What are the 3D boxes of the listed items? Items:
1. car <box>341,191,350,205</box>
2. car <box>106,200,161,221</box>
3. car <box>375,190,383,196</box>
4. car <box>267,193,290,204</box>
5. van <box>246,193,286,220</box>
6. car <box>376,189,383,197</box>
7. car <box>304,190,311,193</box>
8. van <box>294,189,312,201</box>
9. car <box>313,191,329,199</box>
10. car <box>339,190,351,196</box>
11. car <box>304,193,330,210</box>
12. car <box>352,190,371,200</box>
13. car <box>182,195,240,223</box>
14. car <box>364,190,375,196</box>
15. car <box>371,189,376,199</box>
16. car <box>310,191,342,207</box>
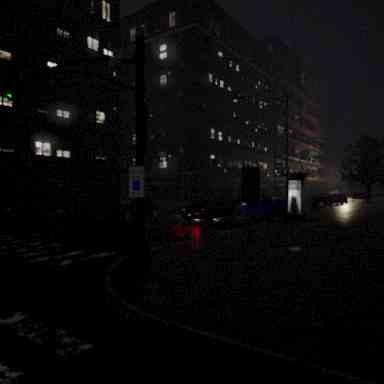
[{"bbox_3d":[18.529,0.888,42.334,1.947,1.339,4.313,1,2,36],"label":"car"},{"bbox_3d":[-4.148,1.219,24.168,1.887,1.381,4.507,1,2,36],"label":"car"},{"bbox_3d":[44.830,0.279,79.114,1.802,1.307,4.206,1,2,36],"label":"car"},{"bbox_3d":[12.273,0.868,47.132,1.802,1.307,4.206,1,2,36],"label":"car"},{"bbox_3d":[5.380,0.973,23.939,1.690,1.788,3.998,1,1,36],"label":"van"},{"bbox_3d":[41.543,0.320,74.516,1.887,1.381,4.507,1,2,36],"label":"car"},{"bbox_3d":[15.473,0.747,47.235,1.882,1.535,5.008,0,1,36],"label":"car"},{"bbox_3d":[18.843,0.472,56.312,1.690,1.788,3.998,1,2,36],"label":"van"},{"bbox_3d":[25.409,0.556,65.503,1.802,1.307,4.206,1,2,36],"label":"car"},{"bbox_3d":[38.546,0.213,83.873,2.008,1.369,4.403,1,2,36],"label":"car"},{"bbox_3d":[11.954,1.043,33.139,1.947,1.339,4.313,1,1,36],"label":"car"},{"bbox_3d":[28.393,0.528,56.124,1.967,1.590,4.097,1,2,36],"label":"car"},{"bbox_3d":[1.185,1.198,22.506,1.812,1.442,4.674,0,1,36],"label":"car"},{"bbox_3d":[43.938,0.170,82.292,1.994,1.385,4.181,0,1,36],"label":"car"},{"bbox_3d":[31.680,0.554,60.723,1.887,1.381,4.507,1,2,36],"label":"car"},{"bbox_3d":[15.242,0.944,37.736,1.887,1.381,4.507,1,1,36],"label":"car"}]
